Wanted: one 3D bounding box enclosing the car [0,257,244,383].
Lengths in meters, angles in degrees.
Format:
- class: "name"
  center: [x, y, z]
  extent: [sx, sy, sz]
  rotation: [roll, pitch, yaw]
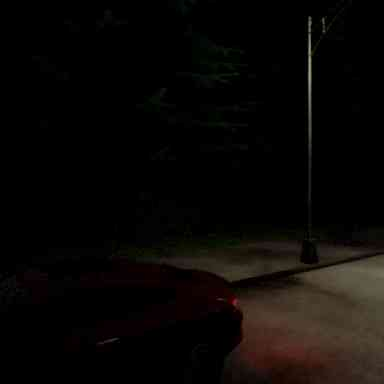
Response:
- class: "car"
  center: [-1.480, 1.524, 3.551]
  extent: [4.674, 1.442, 1.812]
  rotation: [0, 0, -35]
